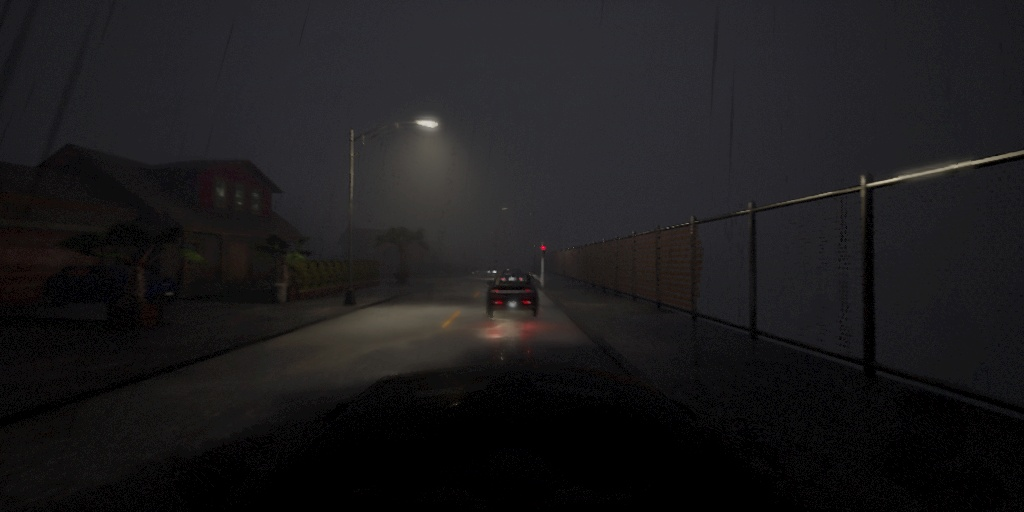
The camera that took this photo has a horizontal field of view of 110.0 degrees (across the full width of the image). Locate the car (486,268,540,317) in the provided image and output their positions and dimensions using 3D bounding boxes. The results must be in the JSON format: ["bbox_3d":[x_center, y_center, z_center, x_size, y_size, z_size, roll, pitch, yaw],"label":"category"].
[{"bbox_3d":[0.048,1.408,14.019,2.128,1.511,4.902,0,-1,1],"label":"car"}]

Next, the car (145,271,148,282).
[{"bbox_3d":[-43.486,1.749,39.107,4.902,1.511,2.128,0,-1,0],"label":"car"}]

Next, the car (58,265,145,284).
[{"bbox_3d":[-40.084,1.425,35.082,5.566,2.045,2.150,0,-1,0],"label":"car"}]

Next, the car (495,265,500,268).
[{"bbox_3d":[0.024,1.640,26.936,2.033,1.411,5.357,0,-1,0],"label":"car"}]
